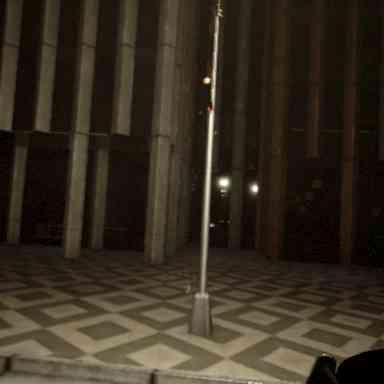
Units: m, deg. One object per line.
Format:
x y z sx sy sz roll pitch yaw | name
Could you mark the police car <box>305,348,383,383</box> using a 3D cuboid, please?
3.604 1.802 2.499 5.238 1.638 1.930 3 -4 6 | police car
